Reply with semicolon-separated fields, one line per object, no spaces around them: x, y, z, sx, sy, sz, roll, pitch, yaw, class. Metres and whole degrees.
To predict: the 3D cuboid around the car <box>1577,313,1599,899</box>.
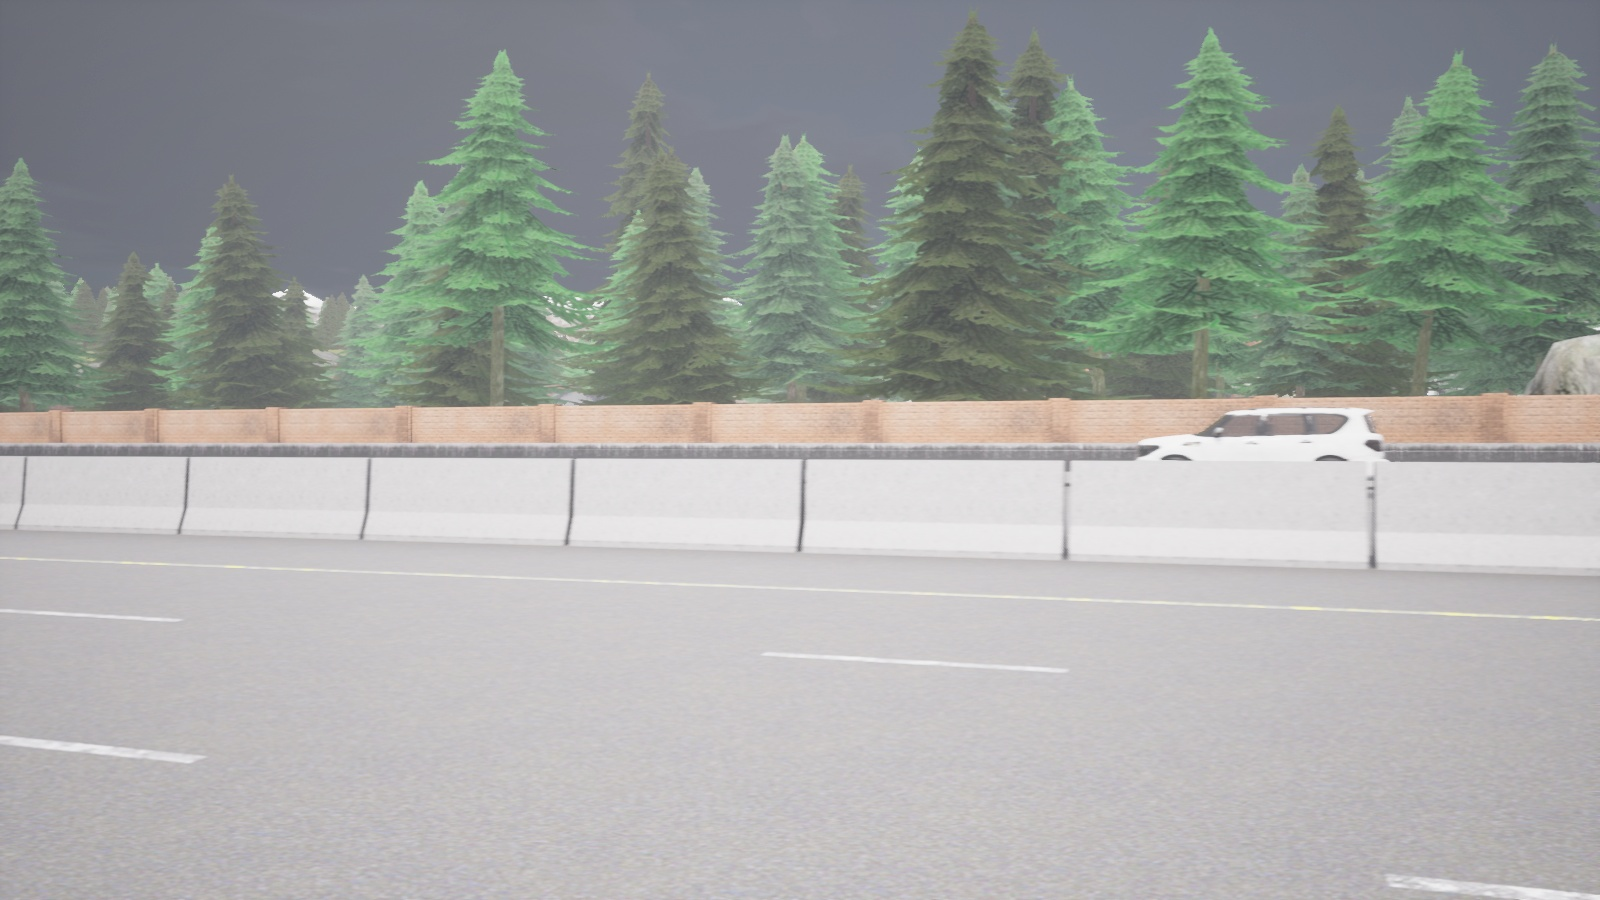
3.685;0.605;1.950;3.866;1.878;1.905;1;1;19;car

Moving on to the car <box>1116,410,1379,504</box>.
10.318;0.117;29.277;5.566;2.045;2.150;1;1;19;car
